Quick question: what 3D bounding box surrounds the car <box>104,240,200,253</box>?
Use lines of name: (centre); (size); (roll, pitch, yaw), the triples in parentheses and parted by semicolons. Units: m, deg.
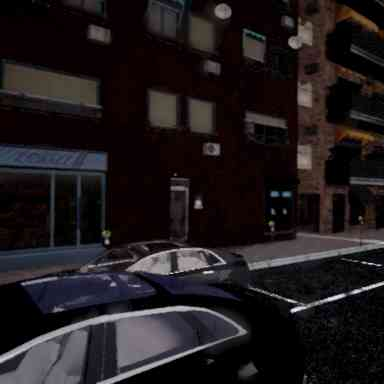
car: (-0.843, 1.588, 5.964); (4.403, 1.369, 2.008); (1, -1, -36)

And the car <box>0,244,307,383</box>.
car: (-1.167, 1.498, 2.546); (4.902, 1.511, 2.128); (1, -1, -36)
